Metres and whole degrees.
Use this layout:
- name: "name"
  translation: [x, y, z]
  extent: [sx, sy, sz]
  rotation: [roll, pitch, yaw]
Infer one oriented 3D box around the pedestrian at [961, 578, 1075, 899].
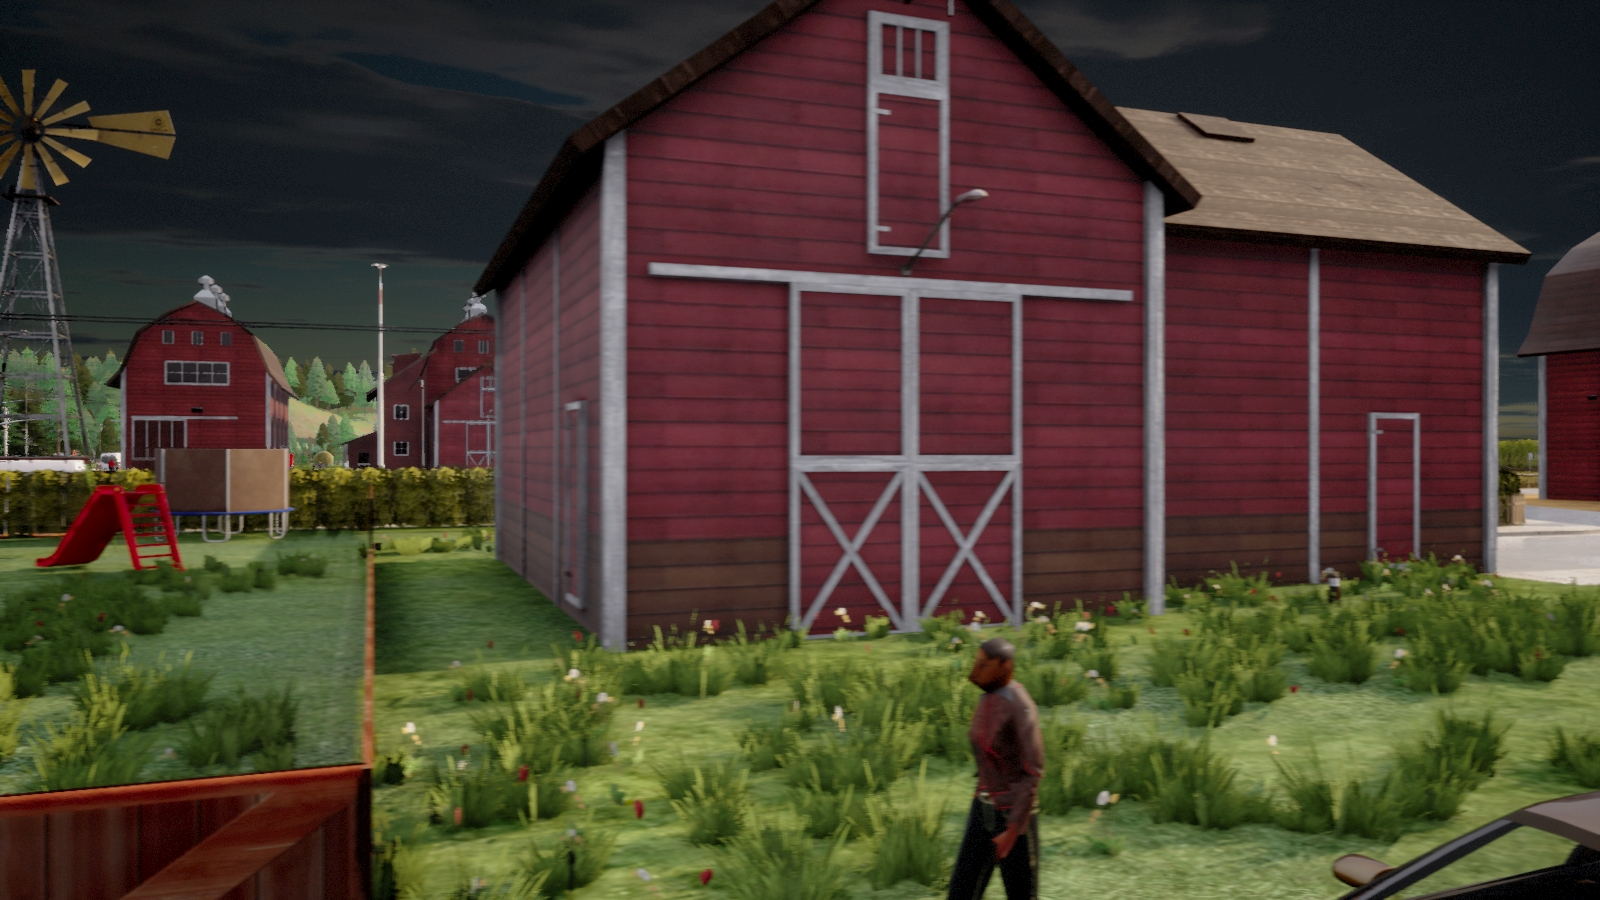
- name: "pedestrian"
  translation: [1.015, 1.555, 5.344]
  extent: [0.375, 1.860, 0.375]
  rotation: [0, 0, -23]
